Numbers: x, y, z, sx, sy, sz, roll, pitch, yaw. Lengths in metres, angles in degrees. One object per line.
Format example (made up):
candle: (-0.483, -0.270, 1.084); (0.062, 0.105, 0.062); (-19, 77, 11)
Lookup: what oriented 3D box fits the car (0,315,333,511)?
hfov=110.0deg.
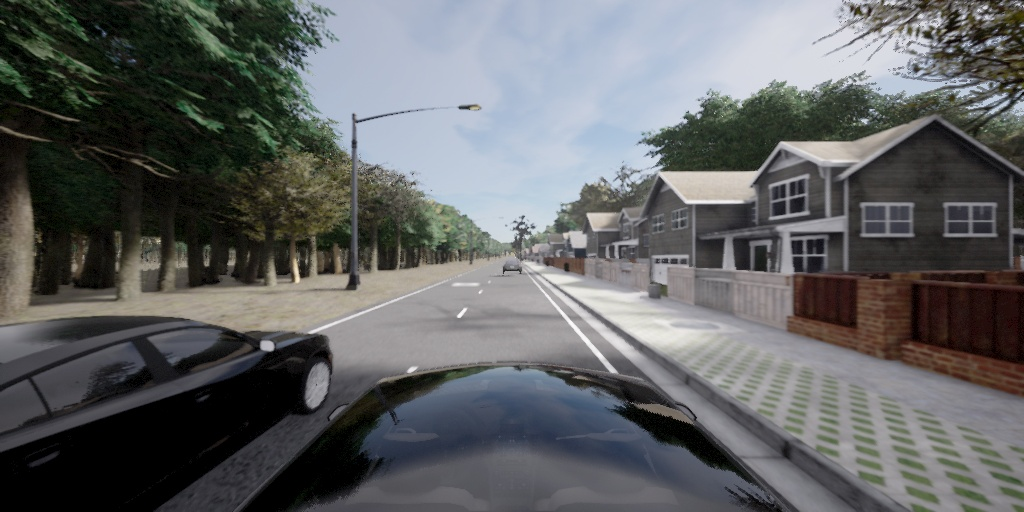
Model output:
car: (-3.398, 1.228, 2.958); (1.882, 1.535, 5.008); (0, 0, 0)

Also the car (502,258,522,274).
car: (0.013, 1.005, 35.777); (1.994, 1.385, 4.181); (0, 0, 0)
